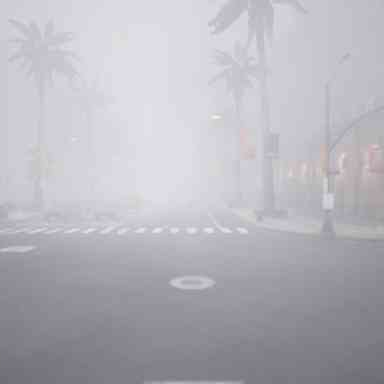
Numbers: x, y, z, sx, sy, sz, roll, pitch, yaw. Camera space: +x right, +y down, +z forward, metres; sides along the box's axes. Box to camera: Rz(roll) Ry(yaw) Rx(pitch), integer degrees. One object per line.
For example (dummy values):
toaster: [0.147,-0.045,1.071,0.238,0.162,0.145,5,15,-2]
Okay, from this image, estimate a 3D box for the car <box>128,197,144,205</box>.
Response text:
car: [-10.434,1.651,62.360,2.128,1.511,4.902,0,0,0]

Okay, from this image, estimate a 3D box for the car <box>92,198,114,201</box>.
car: [-10.531,1.601,37.438,1.837,1.490,4.892,0,0,0]

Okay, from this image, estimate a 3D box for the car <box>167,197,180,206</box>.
car: [-3.399,1.698,58.979,2.033,1.411,5.357,0,0,-1]

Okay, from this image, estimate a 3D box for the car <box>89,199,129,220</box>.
car: [-7.080,1.621,28.886,2.033,1.411,5.357,0,0,-3]

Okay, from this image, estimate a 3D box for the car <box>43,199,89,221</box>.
car: [-10.555,1.619,27.973,2.033,1.411,5.357,0,0,0]

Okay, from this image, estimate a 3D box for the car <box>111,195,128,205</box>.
car: [-13.526,1.512,62.019,2.185,1.767,4.553,0,0,-1]

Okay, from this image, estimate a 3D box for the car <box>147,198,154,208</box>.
car: [-6.930,1.620,50.318,2.128,1.511,4.902,0,0,1]

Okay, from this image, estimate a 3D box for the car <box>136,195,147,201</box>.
car: [-13.788,1.714,91.393,2.231,1.521,4.892,0,0,-1]

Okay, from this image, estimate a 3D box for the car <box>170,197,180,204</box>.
car: [-3.496,1.764,69.419,1.895,1.301,4.718,0,0,-1]

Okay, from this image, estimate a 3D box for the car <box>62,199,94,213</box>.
car: [-13.631,1.615,40.088,2.161,1.482,4.786,0,0,-1]

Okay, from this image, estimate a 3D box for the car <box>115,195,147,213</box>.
car: [-7.019,1.321,38.941,2.150,2.045,5.566,0,0,0]

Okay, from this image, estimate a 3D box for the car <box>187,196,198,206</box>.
car: [0.101,1.698,58.955,2.033,1.411,5.357,0,0,-1]

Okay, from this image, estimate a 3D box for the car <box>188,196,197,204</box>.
car: [0.004,1.669,69.421,1.837,1.490,4.892,0,0,-1]
